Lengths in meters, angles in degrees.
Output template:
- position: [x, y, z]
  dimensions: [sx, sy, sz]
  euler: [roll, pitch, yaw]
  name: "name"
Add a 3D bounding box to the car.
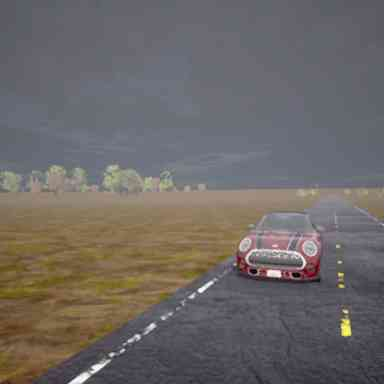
- position: [2.851, 1.371, 10.050]
  dimensions: [2.097, 1.767, 4.553]
  euler: [0, 0, 23]
  name: "car"
